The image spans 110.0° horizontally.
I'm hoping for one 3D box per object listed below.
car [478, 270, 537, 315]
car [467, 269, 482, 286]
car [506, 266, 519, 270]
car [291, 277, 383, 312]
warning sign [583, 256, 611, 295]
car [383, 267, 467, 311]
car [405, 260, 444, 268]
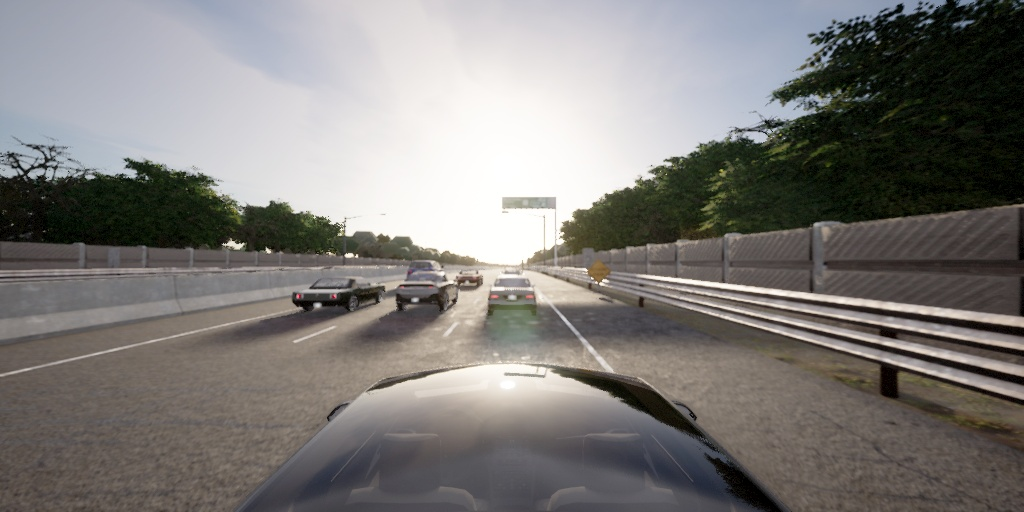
[{"bbox_3d":[0.016,1.453,14.399,2.033,1.411,5.357,0,-1,0],"label":"car"},{"bbox_3d":[-3.469,1.779,30.140,1.895,1.301,4.718,0,-1,0],"label":"car"},{"bbox_3d":[0.034,1.747,30.353,1.994,1.385,4.181,0,-1,1],"label":"car"},{"bbox_3d":[-6.976,1.518,15.133,1.895,1.301,4.718,0,-1,1],"label":"car"},{"bbox_3d":[4.558,1.088,18.823,1.300,1.860,1.060,0,0,0],"label":"warning sign"},{"bbox_3d":[-3.472,1.413,15.377,2.128,1.511,4.902,0,-1,1],"label":"car"},{"bbox_3d":[-6.978,1.390,29.467,2.150,2.045,5.566,0,-1,0],"label":"car"}]
